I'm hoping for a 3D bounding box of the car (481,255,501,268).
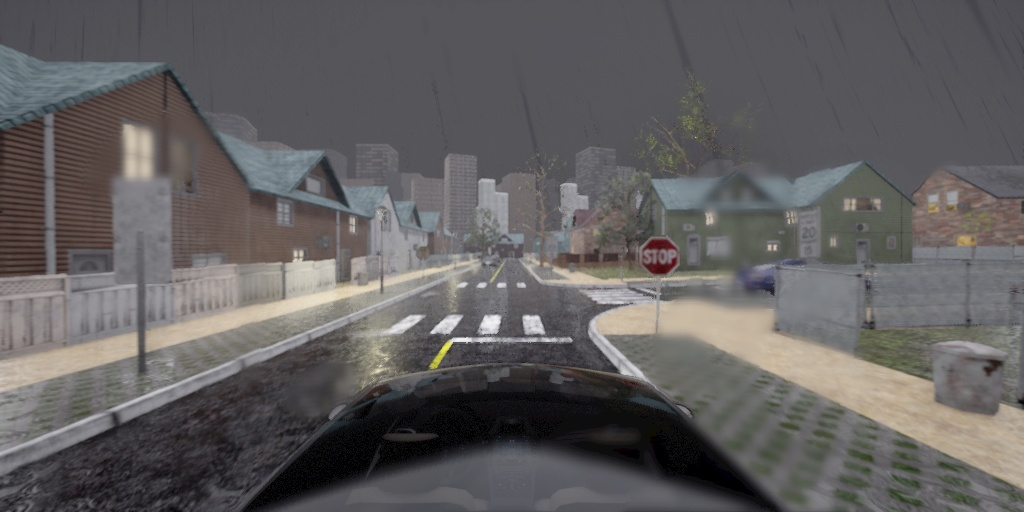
[{"bbox_3d":[-2.906,0.697,45.961,2.128,1.511,4.902,0,1,0],"label":"car"}]

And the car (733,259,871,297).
[{"bbox_3d":[11.480,0.850,14.405,4.674,1.442,1.812,-1,1,1],"label":"car"}]
